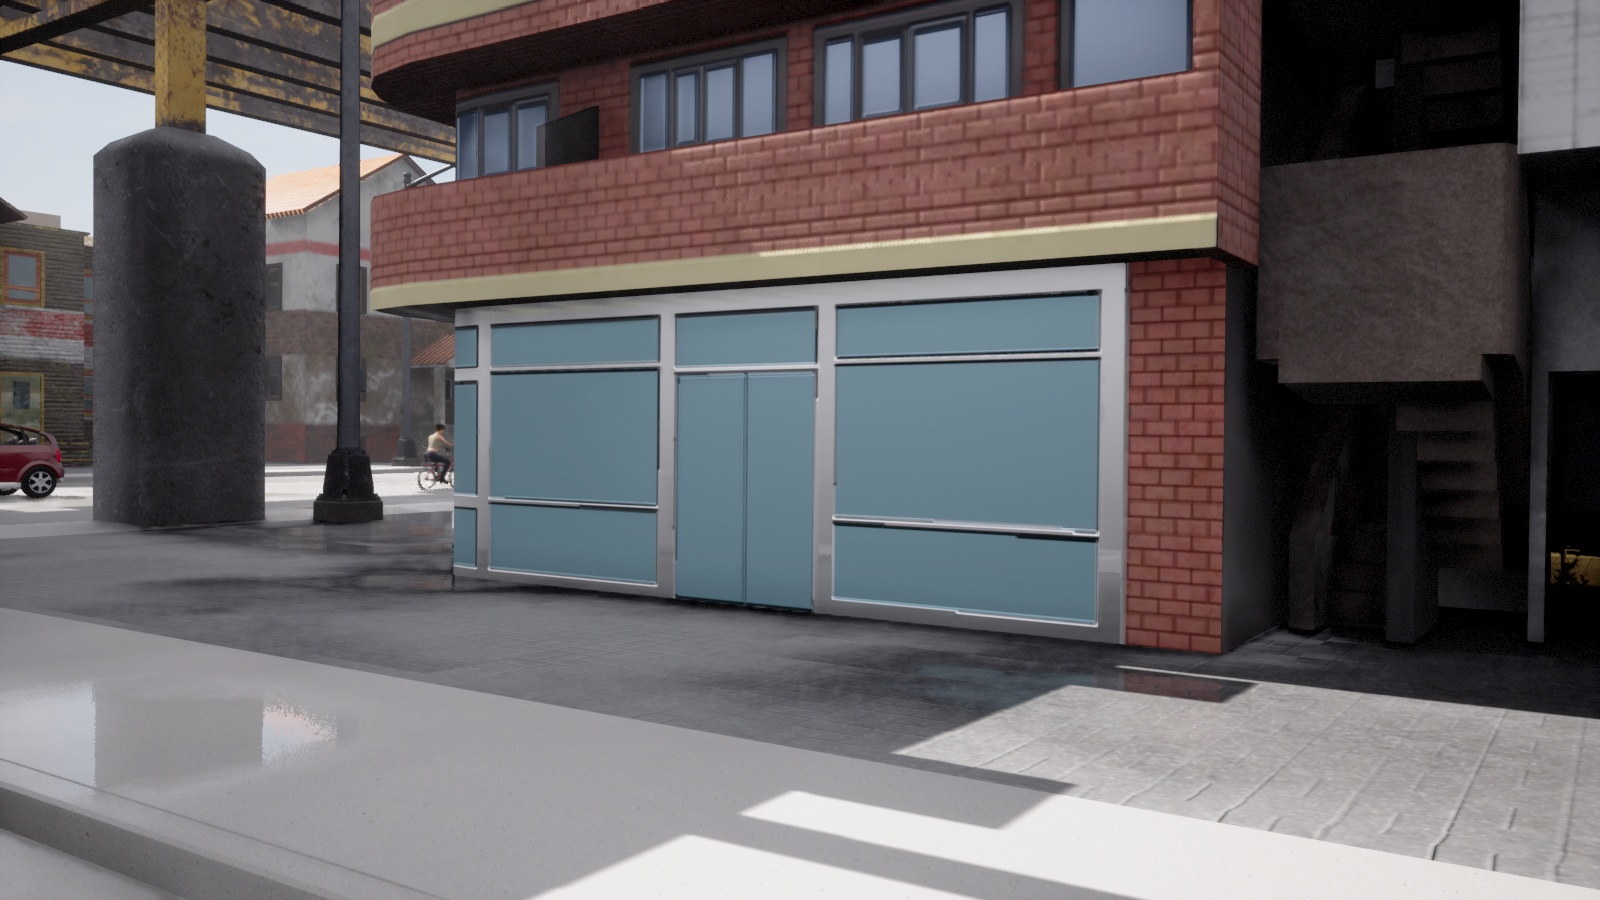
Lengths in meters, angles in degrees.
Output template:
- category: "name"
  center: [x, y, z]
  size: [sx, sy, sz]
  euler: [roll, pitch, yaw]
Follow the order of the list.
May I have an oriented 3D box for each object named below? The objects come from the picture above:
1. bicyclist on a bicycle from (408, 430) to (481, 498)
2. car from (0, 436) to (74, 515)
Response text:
- category: "bicyclist on a bicycle"
  center: [-8.733, 0.325, 30.904]
  size: [0.866, 1.612, 1.509]
  euler: [0, 1, 34]
- category: "car"
  center: [-16.831, 0.521, 24.977]
  size: [1.789, 1.549, 3.705]
  euler: [0, 1, 33]
